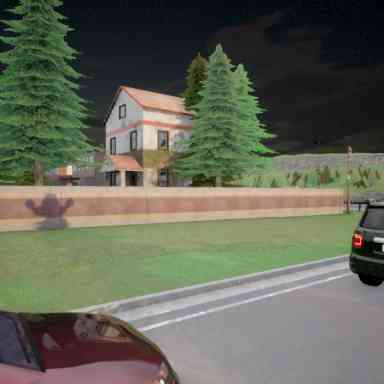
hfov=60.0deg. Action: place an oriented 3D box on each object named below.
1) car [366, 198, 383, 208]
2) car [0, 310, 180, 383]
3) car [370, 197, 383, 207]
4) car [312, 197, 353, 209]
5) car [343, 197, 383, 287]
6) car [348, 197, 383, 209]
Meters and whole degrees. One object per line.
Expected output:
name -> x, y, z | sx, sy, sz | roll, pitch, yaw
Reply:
car -> 27.750, 1.601, 47.605 | 1.895, 1.301, 4.718 | 0, 0, -36
car -> -2.115, 1.564, 2.355 | 4.181, 1.385, 1.994 | 0, 0, -34
car -> 30.027, 1.492, 50.432 | 2.128, 1.511, 4.902 | 0, 0, -36
car -> 19.683, 1.491, 46.795 | 2.128, 1.511, 4.902 | 0, 0, -36
car -> 6.113, 1.221, 8.137 | 5.566, 2.045, 2.150 | 0, 0, -35
car -> 24.397, 1.526, 46.270 | 1.812, 1.442, 4.674 | 0, 0, -36
